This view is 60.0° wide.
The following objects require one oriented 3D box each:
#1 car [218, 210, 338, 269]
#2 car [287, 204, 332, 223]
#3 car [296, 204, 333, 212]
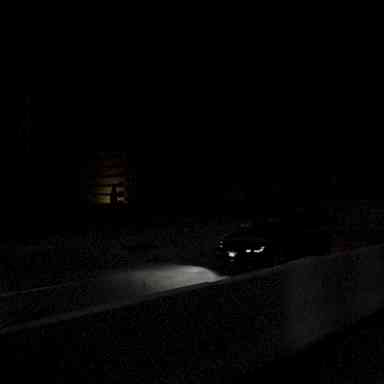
[{"bbox_3d":[2.950,1.567,11.193,4.892,1.490,1.837,0,0,-42],"label":"car"},{"bbox_3d":[9.864,1.733,27.854,1.994,1.385,4.181,0,0,44],"label":"car"},{"bbox_3d":[7.138,1.626,20.031,1.837,1.490,4.892,0,0,44],"label":"car"}]
